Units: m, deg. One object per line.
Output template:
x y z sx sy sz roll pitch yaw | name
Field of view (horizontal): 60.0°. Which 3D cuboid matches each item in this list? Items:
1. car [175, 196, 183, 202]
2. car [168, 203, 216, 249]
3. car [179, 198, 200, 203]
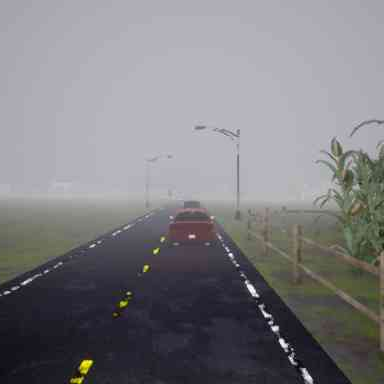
-2.750 1.642 74.706 1.895 1.301 4.718 0 0 0 | car
0.000 1.484 14.652 1.882 1.535 5.008 0 0 0 | car
0.000 1.524 29.653 1.837 1.490 4.892 0 0 0 | car
